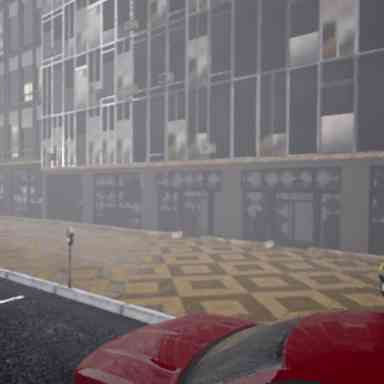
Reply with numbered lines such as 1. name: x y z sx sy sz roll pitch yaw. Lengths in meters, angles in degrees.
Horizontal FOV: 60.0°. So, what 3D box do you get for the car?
1. car: 1.066 1.522 2.113 4.507 1.381 1.887 1 1 35
